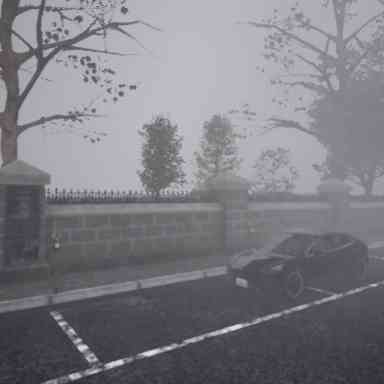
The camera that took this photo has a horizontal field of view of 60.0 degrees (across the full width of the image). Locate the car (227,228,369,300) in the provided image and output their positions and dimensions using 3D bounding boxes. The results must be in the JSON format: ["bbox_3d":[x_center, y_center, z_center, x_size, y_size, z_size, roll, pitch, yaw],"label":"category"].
[{"bbox_3d":[2.878,1.646,8.606,4.313,1.339,1.947,1,-1,-35],"label":"car"}]
